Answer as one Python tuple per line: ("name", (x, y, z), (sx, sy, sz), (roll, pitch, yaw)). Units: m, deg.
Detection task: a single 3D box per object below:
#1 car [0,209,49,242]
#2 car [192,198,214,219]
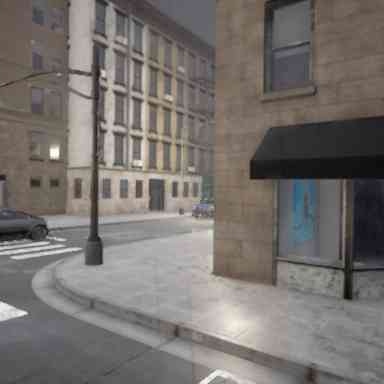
("car", (-8.027, 1.377, 13.431), (1.994, 1.385, 4.181), (1, 0, 35))
("car", (1.939, 1.258, 27.508), (2.097, 1.767, 4.553), (1, 0, 35))
